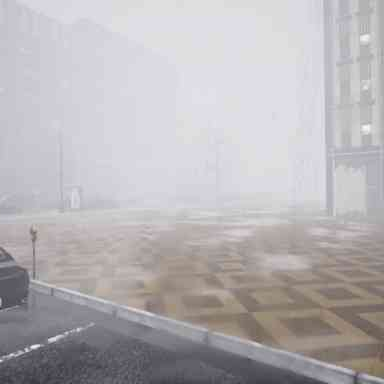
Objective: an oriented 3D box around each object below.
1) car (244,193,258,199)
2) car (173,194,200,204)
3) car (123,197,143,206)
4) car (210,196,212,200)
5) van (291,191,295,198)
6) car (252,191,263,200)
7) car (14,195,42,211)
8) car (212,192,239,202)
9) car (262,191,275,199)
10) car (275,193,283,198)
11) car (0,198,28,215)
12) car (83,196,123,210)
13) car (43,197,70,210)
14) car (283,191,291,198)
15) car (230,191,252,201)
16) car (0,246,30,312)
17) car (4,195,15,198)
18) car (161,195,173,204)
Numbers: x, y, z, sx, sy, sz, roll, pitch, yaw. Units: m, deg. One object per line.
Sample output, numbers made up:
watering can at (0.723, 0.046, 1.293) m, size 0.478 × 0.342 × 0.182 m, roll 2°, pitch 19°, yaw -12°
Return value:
car at (15.404, 1.041, 86.947) m, size 1.947 × 1.339 × 4.313 m, roll -1°, pitch 0°, yaw 36°
car at (-0.493, 1.062, 50.688) m, size 1.967 × 1.590 × 4.097 m, roll -1°, pitch 0°, yaw 36°
car at (-9.384, 1.362, 48.278) m, size 1.895 × 1.301 × 4.718 m, roll -1°, pitch 0°, yaw 36°
car at (5.681, 1.029, 73.513) m, size 1.967 × 1.590 × 4.097 m, roll -1°, pitch 0°, yaw 36°
van at (25.430, 0.655, 86.512) m, size 1.690 × 1.788 × 3.998 m, roll -1°, pitch 0°, yaw 36°
car at (12.470, 1.047, 68.599) m, size 1.802 × 1.307 × 4.206 m, roll -1°, pitch 0°, yaw 36°
car at (-20.244, 1.228, 37.690) m, size 2.192 × 1.841 × 5.009 m, roll -1°, pitch 0°, yaw 36°
car at (5.989, 1.094, 59.644) m, size 2.008 × 1.369 × 4.403 m, roll -1°, pitch 0°, yaw 36°
car at (15.708, 0.741, 73.077) m, size 2.192 × 1.841 × 5.009 m, roll -1°, pitch 0°, yaw 36°
car at (18.951, 0.939, 77.555) m, size 2.008 × 1.369 × 4.403 m, roll -1°, pitch 0°, yaw 36°
car at (-16.694, 1.413, 28.298) m, size 1.802 × 1.307 × 4.206 m, roll -1°, pitch 0°, yaw 36°
car at (-10.214, 1.186, 37.254) m, size 1.967 × 1.590 × 4.097 m, roll -1°, pitch 0°, yaw 36°
car at (-15.091, 1.360, 40.395) m, size 1.812 × 1.442 × 4.674 m, roll -1°, pitch 0°, yaw 36°
car at (22.192, 0.932, 82.034) m, size 1.802 × 1.307 × 4.206 m, roll -1°, pitch 0°, yaw 36°
car at (9.230, 1.048, 64.122) m, size 1.887 × 1.381 × 4.507 m, roll -1°, pitch 0°, yaw 36°
car at (-4.926, 1.553, 6.558) m, size 4.403 × 1.369 × 2.008 m, roll 0°, pitch -1°, yaw 35°
car at (-20.655, 1.385, 32.699) m, size 1.882 × 1.535 × 5.008 m, roll -1°, pitch 0°, yaw 37°
car at (-3.214, 1.175, 56.718) m, size 2.128 × 1.511 × 4.902 m, roll -1°, pitch 0°, yaw 37°
